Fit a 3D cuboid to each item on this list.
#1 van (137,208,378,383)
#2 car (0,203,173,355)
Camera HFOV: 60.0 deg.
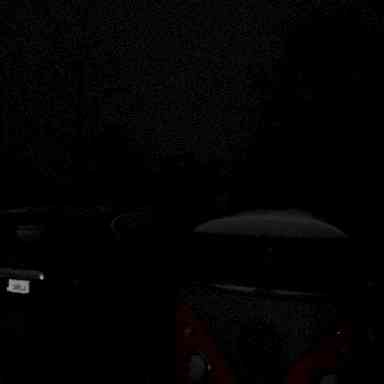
[{"bbox_3d":[1.082,1.258,4.599,1.878,1.987,4.442,1,-1,16],"label":"van"},{"bbox_3d":[-1.306,1.234,6.471,2.435,2.045,5.566,0,-1,15],"label":"car"}]
